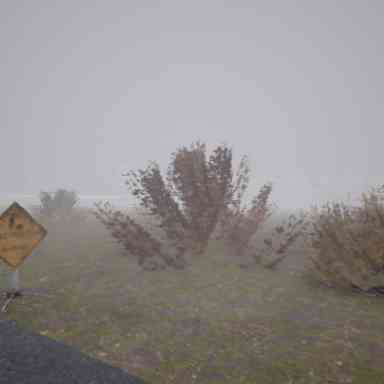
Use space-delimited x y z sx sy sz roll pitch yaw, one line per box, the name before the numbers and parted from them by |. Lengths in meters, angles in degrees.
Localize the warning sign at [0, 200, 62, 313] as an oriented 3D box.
warning sign | -3.365 1.109 6.322 1.060 1.860 1.300 0 0 35
